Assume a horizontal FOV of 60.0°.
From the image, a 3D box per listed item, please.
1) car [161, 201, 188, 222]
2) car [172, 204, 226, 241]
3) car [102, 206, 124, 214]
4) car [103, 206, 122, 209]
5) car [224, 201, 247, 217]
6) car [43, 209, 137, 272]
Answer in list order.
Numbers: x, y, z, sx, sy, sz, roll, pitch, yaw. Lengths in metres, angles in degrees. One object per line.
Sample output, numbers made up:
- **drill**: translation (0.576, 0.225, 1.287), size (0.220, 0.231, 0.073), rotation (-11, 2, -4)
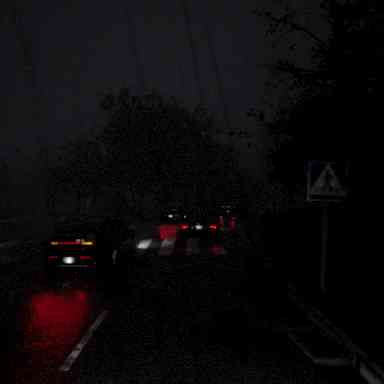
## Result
- **car**: translation (-1.068, 1.523, 26.588), size (1.837, 1.490, 4.892), rotation (-1, 0, 12)
- **car**: translation (0.513, 1.539, 16.578), size (2.033, 1.411, 5.357), rotation (0, 0, 5)
- **car**: translation (-18.074, 4.152, 76.305), size (4.553, 1.767, 2.097), rotation (2, -4, -31)
- **car**: translation (-18.312, 3.909, 72.281), size (4.553, 1.767, 2.097), rotation (3, -4, -36)
- **car**: translation (4.145, 1.669, 32.595), size (2.128, 1.511, 4.902), rotation (-1, -3, 20)
- **car**: translation (-3.064, 1.505, 10.884), size (1.837, 1.490, 4.892), rotation (0, 0, 2)
